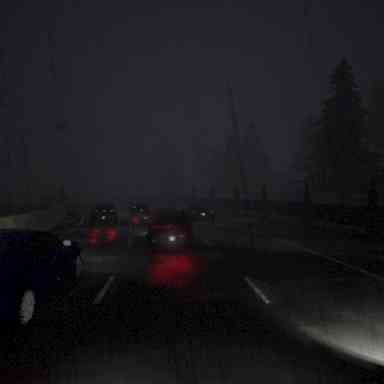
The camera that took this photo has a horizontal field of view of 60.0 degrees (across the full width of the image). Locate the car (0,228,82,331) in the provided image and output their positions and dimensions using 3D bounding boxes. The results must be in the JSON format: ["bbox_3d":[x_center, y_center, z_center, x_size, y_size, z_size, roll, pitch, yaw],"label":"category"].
[{"bbox_3d":[-3.741,1.486,6.862,1.882,1.535,5.008,0,0,-3],"label":"car"}]

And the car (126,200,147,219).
[{"bbox_3d":[-5.564,1.559,33.938,1.812,1.442,4.674,0,0,-18],"label":"car"}]

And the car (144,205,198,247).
[{"bbox_3d":[-1.101,1.519,15.071,1.837,1.490,4.892,0,0,-8],"label":"car"}]

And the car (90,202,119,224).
[{"bbox_3d":[-6.568,1.517,24.896,2.128,1.511,4.902,0,0,-14],"label":"car"}]

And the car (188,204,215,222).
[{"bbox_3d":[0.350,1.587,25.953,1.994,1.385,4.181,0,0,-14],"label":"car"}]
